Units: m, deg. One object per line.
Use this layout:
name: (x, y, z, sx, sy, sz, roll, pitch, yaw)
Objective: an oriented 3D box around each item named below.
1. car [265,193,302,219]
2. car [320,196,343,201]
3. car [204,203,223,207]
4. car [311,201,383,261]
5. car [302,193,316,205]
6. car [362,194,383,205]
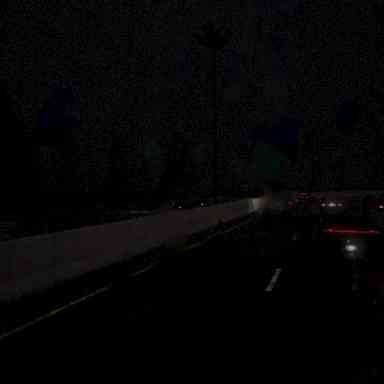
car: (6.816, 0.971, 25.000, 2.097, 1.767, 4.553, -1, 1, 21)
car: (12.200, 1.048, 29.091, 2.033, 1.411, 5.357, -1, 1, 22)
car: (2.362, 1.112, 33.114, 1.812, 1.442, 4.674, -1, 1, 23)
car: (5.300, 1.289, 11.471, 2.128, 1.511, 4.902, -1, 1, 21)
car: (14.147, 0.821, 41.401, 2.128, 1.511, 4.902, 0, 0, 28)
car: (15.443, 0.950, 27.752, 1.882, 1.535, 5.008, -1, 1, 22)
